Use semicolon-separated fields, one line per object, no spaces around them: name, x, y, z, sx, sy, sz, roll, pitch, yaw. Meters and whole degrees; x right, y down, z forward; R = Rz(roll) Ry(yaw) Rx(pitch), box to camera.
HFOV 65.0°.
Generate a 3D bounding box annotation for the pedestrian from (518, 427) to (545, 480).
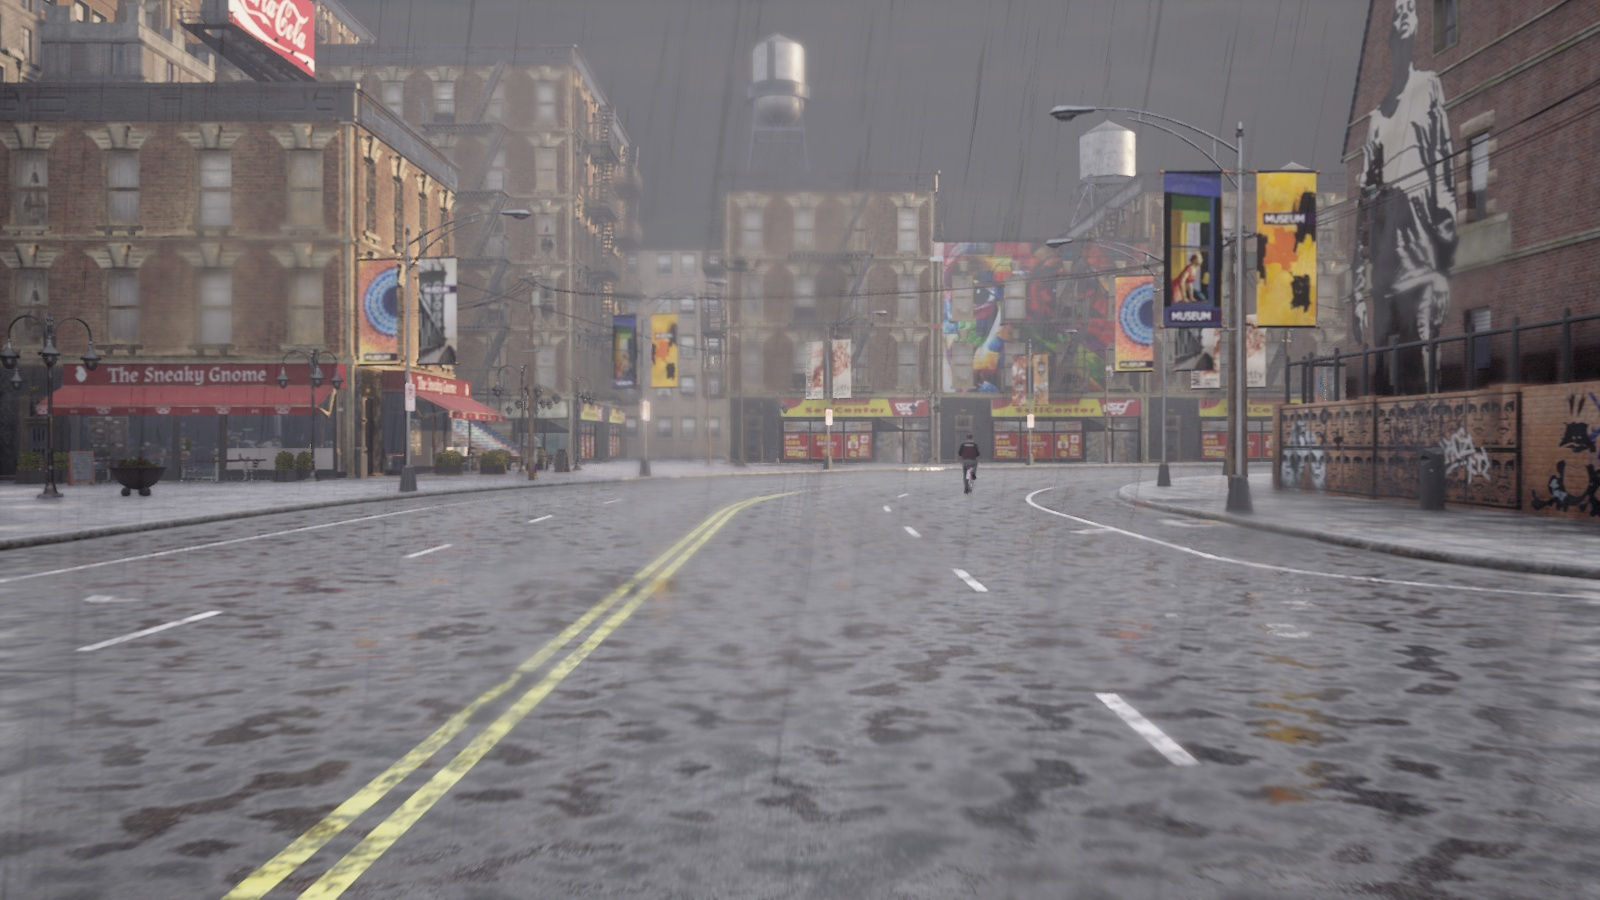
pedestrian;-9.998;0.132;46.761;0.659;1.952;0.873;0;0;17
